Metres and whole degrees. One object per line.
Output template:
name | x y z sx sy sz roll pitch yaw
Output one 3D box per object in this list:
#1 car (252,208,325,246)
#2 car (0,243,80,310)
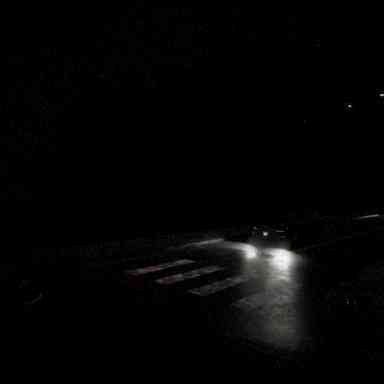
car | 4.751 1.550 15.934 1.837 1.490 4.892 2 1 42
car | -4.547 1.521 5.751 1.895 1.301 4.718 1 1 42
